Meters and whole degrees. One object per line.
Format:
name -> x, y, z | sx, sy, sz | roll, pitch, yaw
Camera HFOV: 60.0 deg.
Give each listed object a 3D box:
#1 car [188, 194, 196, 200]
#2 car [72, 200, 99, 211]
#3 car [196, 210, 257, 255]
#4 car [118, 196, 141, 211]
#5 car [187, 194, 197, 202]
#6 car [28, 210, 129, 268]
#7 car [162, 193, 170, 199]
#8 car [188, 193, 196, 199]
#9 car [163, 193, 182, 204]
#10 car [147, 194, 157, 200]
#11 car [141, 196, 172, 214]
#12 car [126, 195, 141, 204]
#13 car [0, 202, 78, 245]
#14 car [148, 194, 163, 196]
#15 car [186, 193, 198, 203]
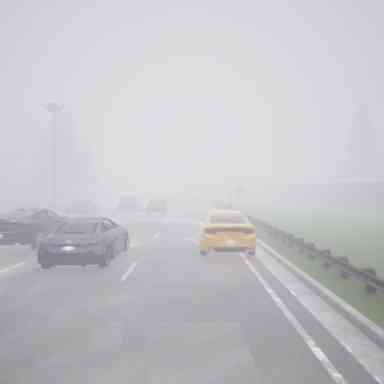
car -> 0.011, 1.162, 78.218 | 1.837, 1.490, 4.892 | 0, 0, 0
car -> -10.395, 1.419, 31.624 | 2.033, 1.411, 5.357 | 0, 0, 0
car -> 1.227, 1.425, 13.005 | 1.882, 1.535, 5.008 | 0, 0, 0
car -> -6.894, 1.199, 37.690 | 2.097, 1.767, 4.553 | 0, 0, 0
car -> 0.010, 1.230, 69.419 | 1.994, 1.385, 4.181 | 0, 0, 0
car -> -3.398, 1.518, 11.150 | 1.994, 1.385, 4.181 | 0, 0, 0
car -> -6.988, 1.115, 89.469 | 1.882, 1.535, 5.008 | 0, 0, 0
car -> 0.012, 1.064, 86.559 | 2.128, 1.511, 4.902 | 0, 0, 0
car -> -3.391, 1.117, 57.848 | 2.097, 1.767, 4.553 | 0, 0, 0
car -> -10.488, 1.172, 87.385 | 2.128, 1.511, 4.902 | 0, 0, 0
car -> -3.395, 1.413, 33.038 | 2.033, 1.411, 5.357 | 0, 0, 0
car -> -10.392, 1.324, 59.247 | 1.994, 1.385, 4.181 | 0, 0, 0
car -> -6.898, 1.419, 14.431 | 1.882, 1.535, 5.008 | 0, 0, 0
car -> -6.891, 1.226, 62.006 | 1.882, 1.535, 5.008 | 0, 0, 0
car -> 0.008, 1.322, 59.801 | 1.994, 1.385, 4.181 | 0, 0, 0
